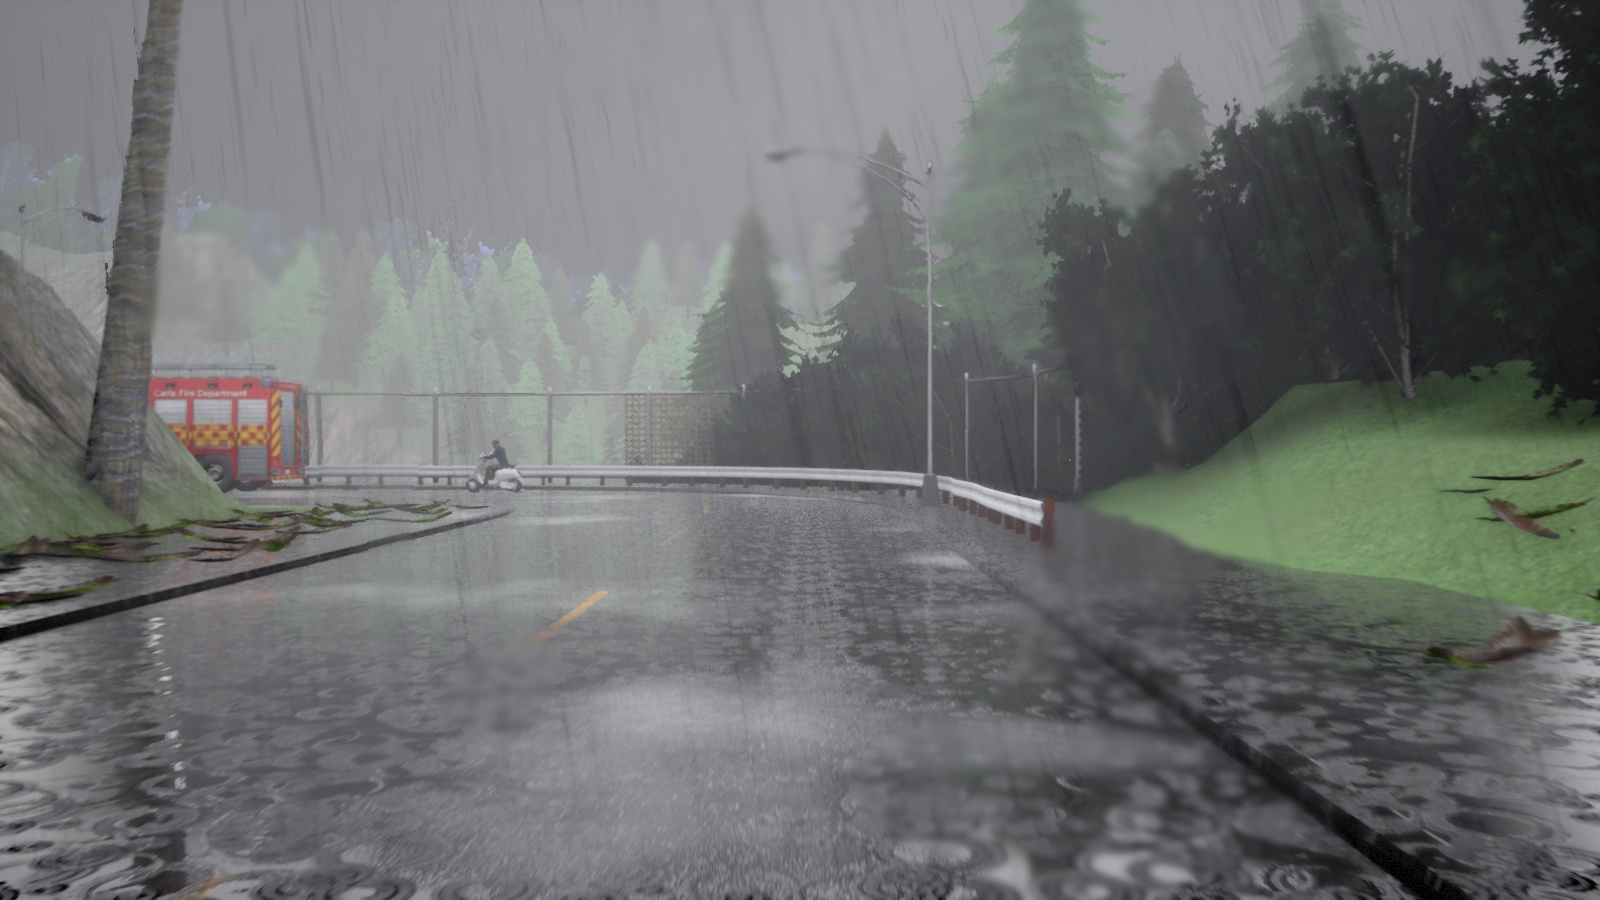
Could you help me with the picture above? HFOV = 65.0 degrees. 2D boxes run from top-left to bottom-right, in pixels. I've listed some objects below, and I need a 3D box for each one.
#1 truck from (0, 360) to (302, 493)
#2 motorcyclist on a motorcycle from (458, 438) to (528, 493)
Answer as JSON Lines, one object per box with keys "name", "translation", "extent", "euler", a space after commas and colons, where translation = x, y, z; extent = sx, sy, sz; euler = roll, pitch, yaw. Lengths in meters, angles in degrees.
{"name": "truck", "translation": [-19.723, -0.677, 37.605], "extent": [8.468, 3.827, 2.891], "euler": [0, 0, -1]}
{"name": "motorcyclist on a motorcycle", "translation": [-9.069, 0.454, 37.115], "extent": [1.817, 1.590, 0.866], "euler": [0, 1, 12]}
